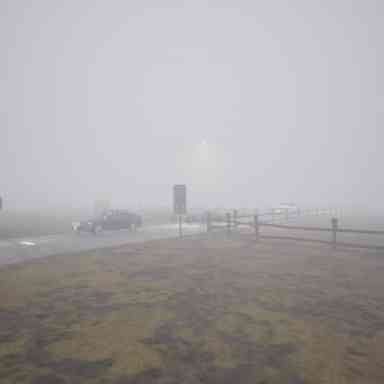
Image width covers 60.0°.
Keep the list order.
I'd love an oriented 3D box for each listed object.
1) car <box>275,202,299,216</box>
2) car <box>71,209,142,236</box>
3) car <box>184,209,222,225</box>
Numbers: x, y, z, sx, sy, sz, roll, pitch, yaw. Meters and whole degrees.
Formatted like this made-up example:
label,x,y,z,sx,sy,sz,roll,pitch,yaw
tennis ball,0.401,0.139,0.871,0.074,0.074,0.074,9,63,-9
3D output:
label,x,y,z,sx,sy,sz,roll,pitch,yaw
car,13.931,2.417,48.345,2.150,2.045,5.566,-1,-2,36
car,-5.332,1.873,21.259,2.128,1.511,4.902,-1,-2,35
car,1.068,2.206,30.305,1.994,1.385,4.181,-1,-2,35
